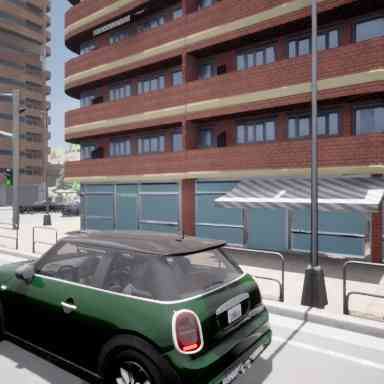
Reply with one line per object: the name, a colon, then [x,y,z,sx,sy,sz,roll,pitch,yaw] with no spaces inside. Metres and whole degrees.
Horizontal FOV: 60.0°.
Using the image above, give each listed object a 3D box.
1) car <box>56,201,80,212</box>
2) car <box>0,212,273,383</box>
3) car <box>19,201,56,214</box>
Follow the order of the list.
car: [-10.255,1.564,31.756,1.994,1.385,4.181,0,0,36]
car: [-1.261,1.352,4.892,4.553,1.767,2.097,0,0,36]
car: [-16.269,1.601,35.696,1.895,1.301,4.718,0,0,36]
